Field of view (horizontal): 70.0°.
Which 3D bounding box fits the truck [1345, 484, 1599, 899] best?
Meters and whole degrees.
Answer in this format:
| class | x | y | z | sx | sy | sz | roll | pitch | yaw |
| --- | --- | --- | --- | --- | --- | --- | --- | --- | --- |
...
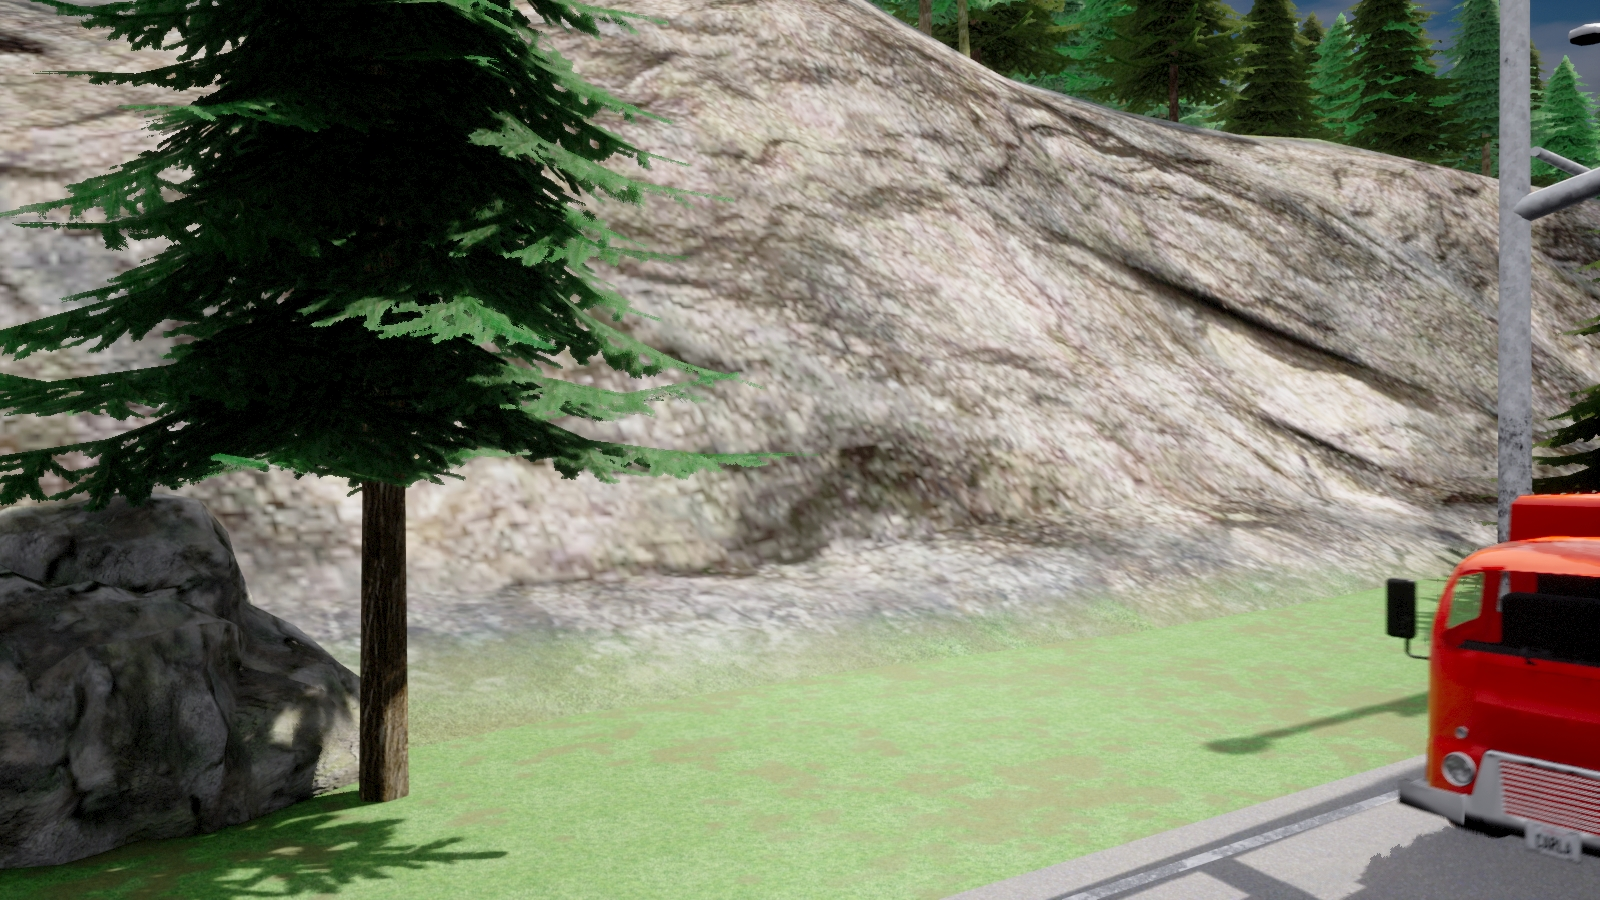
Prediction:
| class | x | y | z | sx | sy | sz | roll | pitch | yaw |
| --- | --- | --- | --- | --- | --- | --- | --- | --- | --- |
| truck | 6.728 | 1.549 | 8.463 | 5.204 | 2.467 | 2.627 | 0 | 0 | -35 |
